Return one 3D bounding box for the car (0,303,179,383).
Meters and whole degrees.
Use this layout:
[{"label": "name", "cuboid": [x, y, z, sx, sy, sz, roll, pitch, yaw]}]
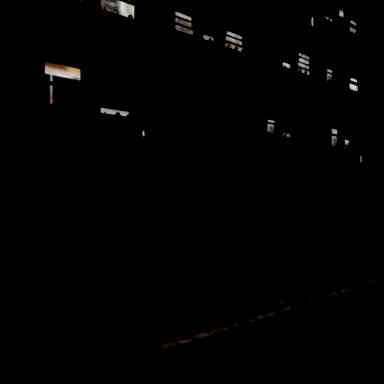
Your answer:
[{"label": "car", "cuboid": [-2.230, 1.526, 1.783, 4.674, 1.442, 1.812, 0, 0, -36]}]
